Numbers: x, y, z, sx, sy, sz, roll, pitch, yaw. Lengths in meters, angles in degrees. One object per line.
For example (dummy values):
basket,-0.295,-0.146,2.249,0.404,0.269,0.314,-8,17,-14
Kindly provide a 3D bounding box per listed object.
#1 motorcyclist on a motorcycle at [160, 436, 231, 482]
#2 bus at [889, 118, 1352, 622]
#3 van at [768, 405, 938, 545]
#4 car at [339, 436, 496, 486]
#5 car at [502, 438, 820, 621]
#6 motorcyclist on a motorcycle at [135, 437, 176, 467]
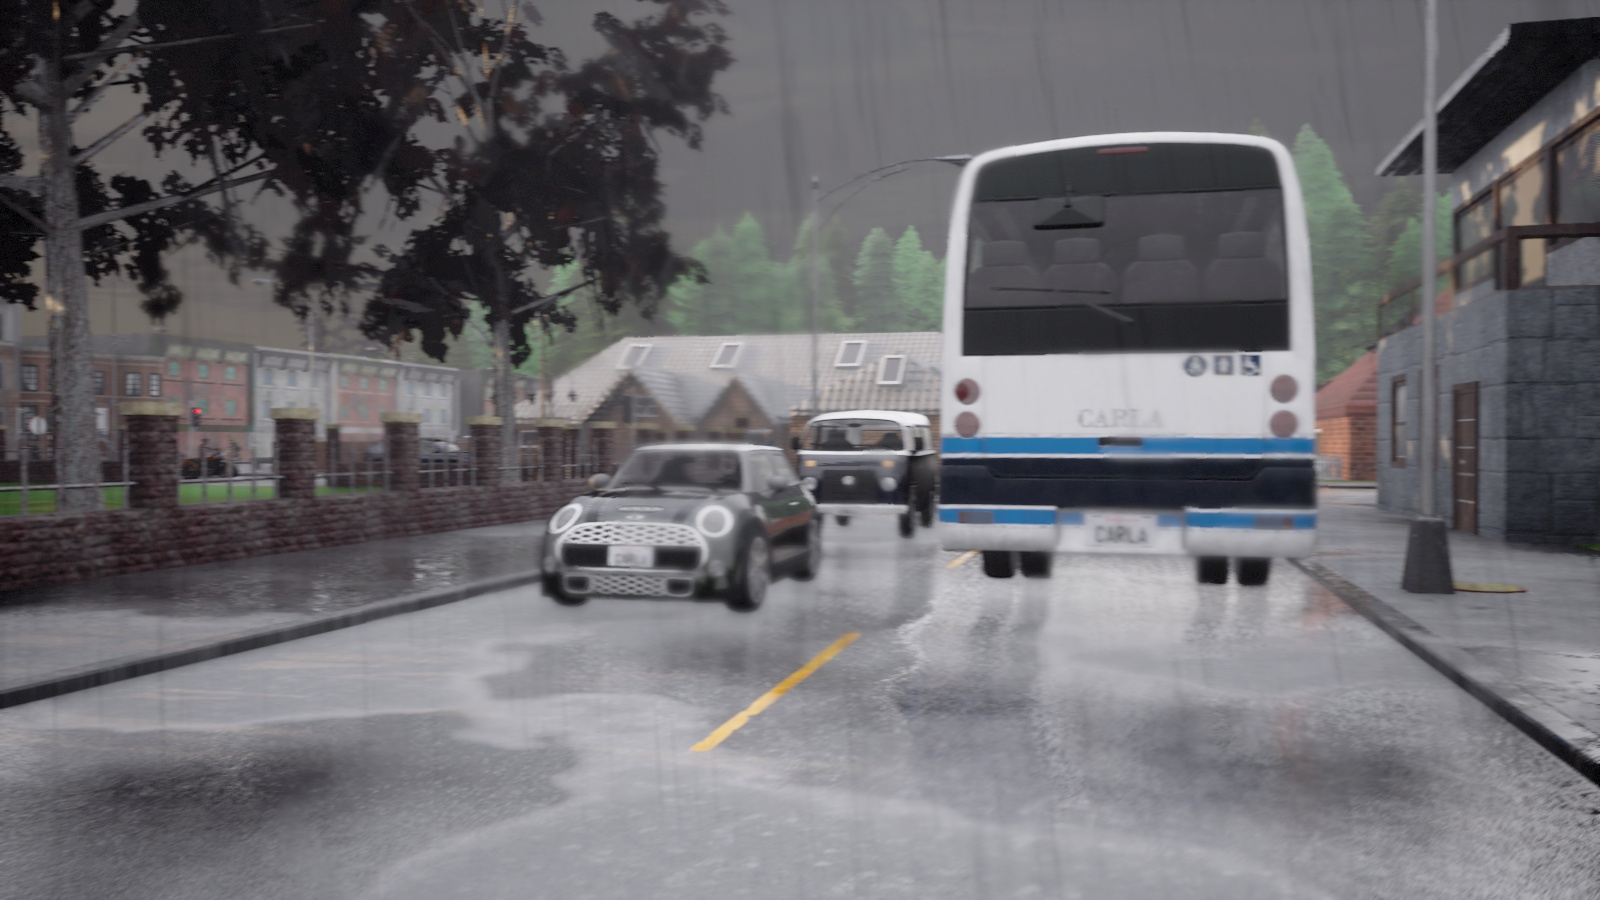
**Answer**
motorcyclist on a motorcycle,-22.120,0.321,45.939,2.350,1.649,0.766,1,0,12
bus,4.019,-0.707,16.072,3.944,4.253,10.273,0,0,14
van,1.008,0.350,20.792,2.069,2.038,4.480,0,0,12
car,-13.294,0.355,43.720,4.856,1.649,2.033,0,0,12
car,-1.144,0.634,12.235,1.970,1.475,3.806,0,0,12
motorcyclist on a motorcycle,-36.961,0.097,72.031,0.766,1.649,2.350,0,1,14
